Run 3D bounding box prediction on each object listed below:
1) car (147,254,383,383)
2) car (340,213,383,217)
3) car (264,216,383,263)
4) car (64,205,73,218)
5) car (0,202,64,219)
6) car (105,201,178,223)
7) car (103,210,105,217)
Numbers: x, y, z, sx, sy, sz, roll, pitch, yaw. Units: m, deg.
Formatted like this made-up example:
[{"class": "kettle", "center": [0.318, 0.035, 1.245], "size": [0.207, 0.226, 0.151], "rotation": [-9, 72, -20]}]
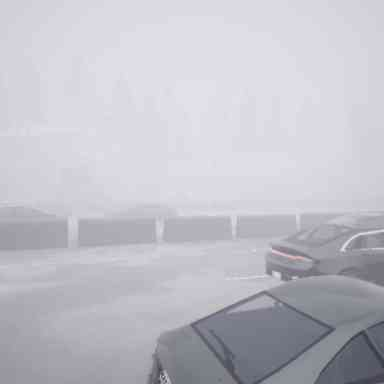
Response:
[{"class": "car", "center": [1.694, 1.562, 3.121], "size": [4.181, 1.385, 1.994], "rotation": [0, 0, -19]}, {"class": "car", "center": [6.600, 1.501, 12.183], "size": [4.674, 1.442, 1.812], "rotation": [0, 0, -19]}, {"class": "car", "center": [4.021, 1.482, 7.611], "size": [4.902, 1.511, 2.128], "rotation": [0, 0, -19]}, {"class": "car", "center": [-12.288, 1.528, 28.151], "size": [4.181, 1.385, 1.994], "rotation": [0, 0, -19]}, {"class": "car", "center": [-9.774, 1.452, 17.916], "size": [5.008, 1.535, 1.882], "rotation": [0, 0, -19]}, {"class": "car", "center": [-3.475, 1.480, 23.756], "size": [4.892, 1.490, 1.837], "rotation": [0, 0, -19]}, {"class": "car", "center": [-4.650, 1.462, 27.053], "size": [4.902, 1.511, 2.128], "rotation": [0, 0, -19]}]
